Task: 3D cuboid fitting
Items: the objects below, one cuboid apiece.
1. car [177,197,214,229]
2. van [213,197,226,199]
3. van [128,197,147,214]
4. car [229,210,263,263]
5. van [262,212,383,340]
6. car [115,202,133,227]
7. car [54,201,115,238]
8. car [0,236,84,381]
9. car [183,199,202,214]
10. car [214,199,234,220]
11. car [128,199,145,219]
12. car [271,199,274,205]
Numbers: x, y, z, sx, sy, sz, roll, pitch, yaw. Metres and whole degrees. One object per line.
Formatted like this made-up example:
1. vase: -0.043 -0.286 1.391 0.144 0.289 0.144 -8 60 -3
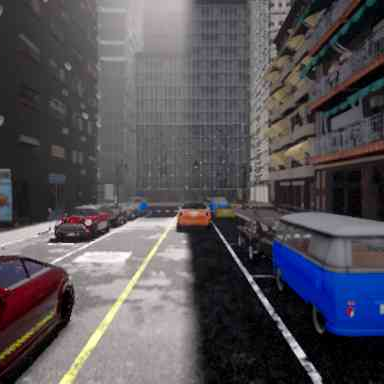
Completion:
1. car: 0.130 1.399 22.151 2.097 1.767 4.553 0 0 0
2. van: 2.724 1.416 34.367 1.690 1.788 3.998 -1 0 0
3. van: -5.656 1.416 34.408 1.690 1.788 3.998 -1 0 0
4. car: 2.696 1.576 11.960 2.008 1.369 4.403 -1 0 0
5. van: 2.685 1.355 6.358 1.690 1.788 3.998 -1 0 0
6. car: -5.669 1.616 23.203 1.947 1.339 4.313 -1 0 0
7. car: -5.678 1.478 17.602 1.967 1.590 4.097 -1 0 0
8. car: -3.089 1.573 4.295 1.994 1.385 4.181 0 0 0
9. car: -0.021 1.586 37.623 1.837 1.490 4.892 0 0 -3
10. car: 2.719 1.588 28.935 1.752 1.417 4.829 -1 0 0
11. car: -5.661 1.613 28.806 2.008 1.369 4.403 -1 0 0
12. car: 15.312 1.462 53.681 5.009 1.841 2.192 0 0 0
